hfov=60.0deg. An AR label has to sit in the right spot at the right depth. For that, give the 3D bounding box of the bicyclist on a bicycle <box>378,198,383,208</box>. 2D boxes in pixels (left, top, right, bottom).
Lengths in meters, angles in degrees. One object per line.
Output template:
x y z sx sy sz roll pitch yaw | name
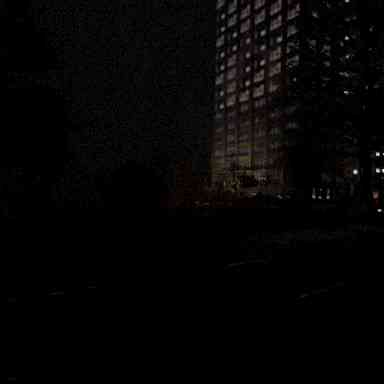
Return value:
29.073 1.694 51.216 1.656 1.620 0.582 1 -1 -34 | bicyclist on a bicycle
